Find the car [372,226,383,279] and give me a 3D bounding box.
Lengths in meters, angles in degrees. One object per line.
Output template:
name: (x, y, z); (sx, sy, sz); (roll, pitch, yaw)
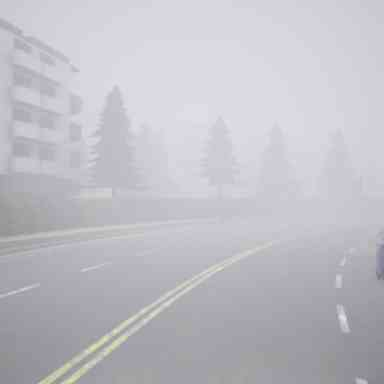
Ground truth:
car: (6.643, 1.660, 10.125); (1.882, 1.535, 5.008); (0, -1, 28)
